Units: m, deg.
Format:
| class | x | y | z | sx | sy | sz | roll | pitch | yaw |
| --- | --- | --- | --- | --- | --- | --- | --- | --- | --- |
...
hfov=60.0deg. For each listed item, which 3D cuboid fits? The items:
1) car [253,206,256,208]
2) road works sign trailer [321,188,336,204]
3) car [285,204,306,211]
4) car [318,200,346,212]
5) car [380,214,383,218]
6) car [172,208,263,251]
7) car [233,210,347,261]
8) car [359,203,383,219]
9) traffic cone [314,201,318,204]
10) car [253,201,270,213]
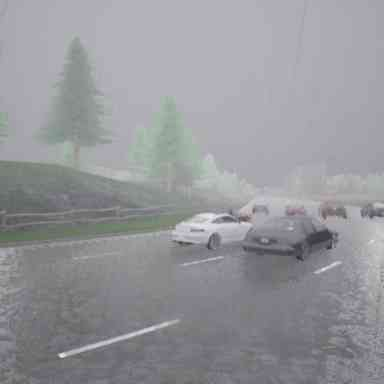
| class | x | y | z | sx | sy | sz | roll | pitch | yaw |
| --- | --- | --- | --- | --- | --- | --- | --- | --- | --- |
| car | 2.398 | 1.791 | 22.508 | 1.895 | 1.301 | 4.718 | 0 | -1 | 31 |
| road works sign trailer | 28.901 | 0.973 | 69.847 | 2.380 | 3.560 | 2.880 | 0 | -1 | 12 |
| car | 10.527 | 1.862 | 33.946 | 1.895 | 1.301 | 4.718 | 0 | -1 | 14 |
| car | 13.623 | 1.589 | 32.463 | 2.097 | 1.767 | 4.553 | 0 | -1 | 15 |
| car | 9.260 | 1.653 | 13.693 | 1.994 | 1.385 | 4.181 | 0 | -1 | 37 |
| car | 1.094 | 1.654 | 14.907 | 1.812 | 1.442 | 4.674 | 0 | 0 | 42 |
| car | 3.987 | 1.648 | 12.791 | 2.033 | 1.411 | 5.357 | -1 | -1 | 40 |
| car | 17.023 | 1.736 | 30.736 | 1.812 | 1.442 | 4.674 | 0 | 0 | 14 |
| traffic cone | 28.898 | 2.526 | 76.990 | 0.340 | 0.580 | 0.340 | 0 | -1 | 12 |
| car | 8.181 | 1.842 | 39.391 | 1.812 | 1.442 | 4.674 | 0 | -1 | 13 |
